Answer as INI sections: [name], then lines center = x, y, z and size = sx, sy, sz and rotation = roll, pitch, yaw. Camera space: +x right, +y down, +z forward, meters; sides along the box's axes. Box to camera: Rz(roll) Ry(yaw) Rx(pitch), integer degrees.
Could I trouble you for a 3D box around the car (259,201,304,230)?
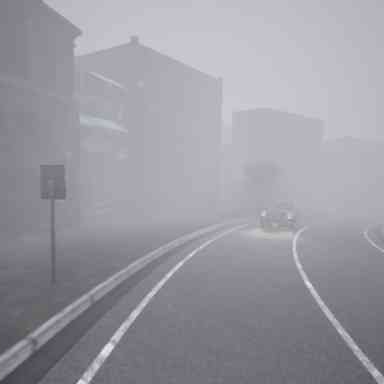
[car]
center = 5.944, 1.387, 21.725
size = 2.097, 1.767, 4.553
rotation = 3, 1, 27
